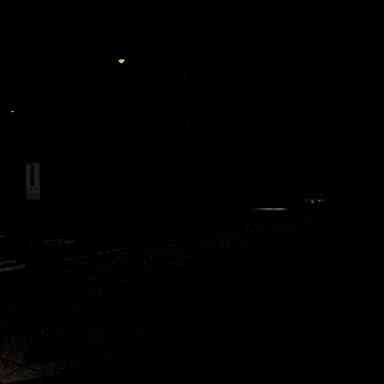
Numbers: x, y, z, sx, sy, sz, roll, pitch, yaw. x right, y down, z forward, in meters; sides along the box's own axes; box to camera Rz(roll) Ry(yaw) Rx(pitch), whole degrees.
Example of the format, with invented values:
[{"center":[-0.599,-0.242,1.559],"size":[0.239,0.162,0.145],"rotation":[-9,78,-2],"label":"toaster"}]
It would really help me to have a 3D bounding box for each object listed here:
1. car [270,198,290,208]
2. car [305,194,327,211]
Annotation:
[{"center":[13.068,1.614,49.094],"size":[1.812,1.442,4.674],"rotation":[-1,-1,35],"label":"car"},{"center":[15.989,1.235,41.979],"size":[2.150,2.045,5.566],"rotation":[-1,-1,35],"label":"car"}]
